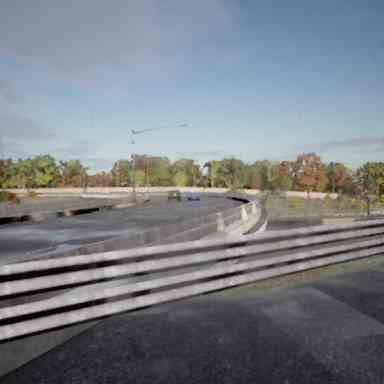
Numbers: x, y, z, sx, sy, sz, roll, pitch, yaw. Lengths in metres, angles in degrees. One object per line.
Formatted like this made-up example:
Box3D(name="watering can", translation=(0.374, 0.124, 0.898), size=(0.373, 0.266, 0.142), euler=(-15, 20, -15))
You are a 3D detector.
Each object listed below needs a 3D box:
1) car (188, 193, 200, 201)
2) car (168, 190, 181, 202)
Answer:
Box3D(name="car", translation=(0.325, 0.902, 59.818), size=(1.994, 1.385, 4.181), euler=(-1, 1, -3))
Box3D(name="car", translation=(-3.054, 0.627, 58.128), size=(2.150, 2.045, 5.566), euler=(-1, 1, -5))
